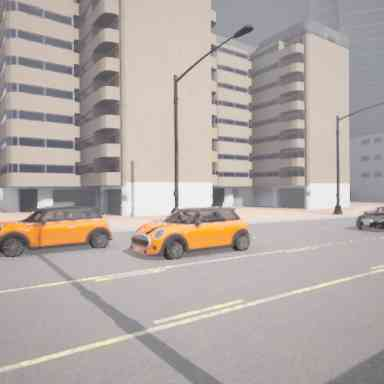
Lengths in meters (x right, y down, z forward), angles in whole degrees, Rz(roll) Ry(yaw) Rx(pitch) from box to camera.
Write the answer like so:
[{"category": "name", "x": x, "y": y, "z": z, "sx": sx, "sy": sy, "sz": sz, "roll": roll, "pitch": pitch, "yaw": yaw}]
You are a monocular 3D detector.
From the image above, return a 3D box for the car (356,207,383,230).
[{"category": "car", "x": 12.391, "y": 1.677, "z": 21.176, "sx": 4.902, "sy": 1.511, "sz": 2.128, "roll": 1, "pitch": -1, "yaw": -35}]

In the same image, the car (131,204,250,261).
[{"category": "car", "x": 0.016, "y": 1.375, "z": 12.539, "sx": 4.553, "sy": 1.767, "sz": 2.097, "roll": 0, "pitch": 0, "yaw": -35}]

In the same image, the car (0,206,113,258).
[{"category": "car", "x": -5.510, "y": 1.359, "z": 12.946, "sx": 4.553, "sy": 1.767, "sz": 2.097, "roll": 0, "pitch": 0, "yaw": -35}]
